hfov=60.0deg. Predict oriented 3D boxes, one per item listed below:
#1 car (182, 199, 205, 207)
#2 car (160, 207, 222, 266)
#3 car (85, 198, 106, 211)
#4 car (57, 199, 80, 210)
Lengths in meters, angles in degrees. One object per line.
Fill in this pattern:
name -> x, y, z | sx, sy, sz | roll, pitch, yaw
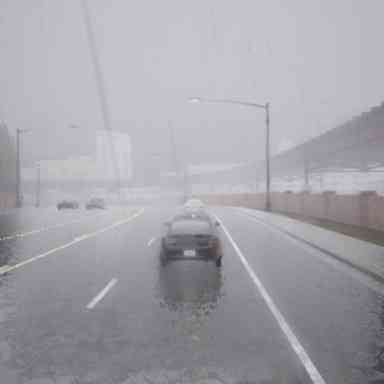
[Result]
car -> 0.156, 1.351, 29.232 | 1.812, 1.442, 4.674 | 0, 0, -2
car -> 0.001, 1.457, 11.190 | 1.812, 1.442, 4.674 | 0, 0, 1
car -> -11.377, 1.443, 39.653 | 2.033, 1.411, 5.357 | 0, -1, -8
car -> -15.056, 1.525, 40.559 | 1.895, 1.301, 4.718 | 0, -1, -9
